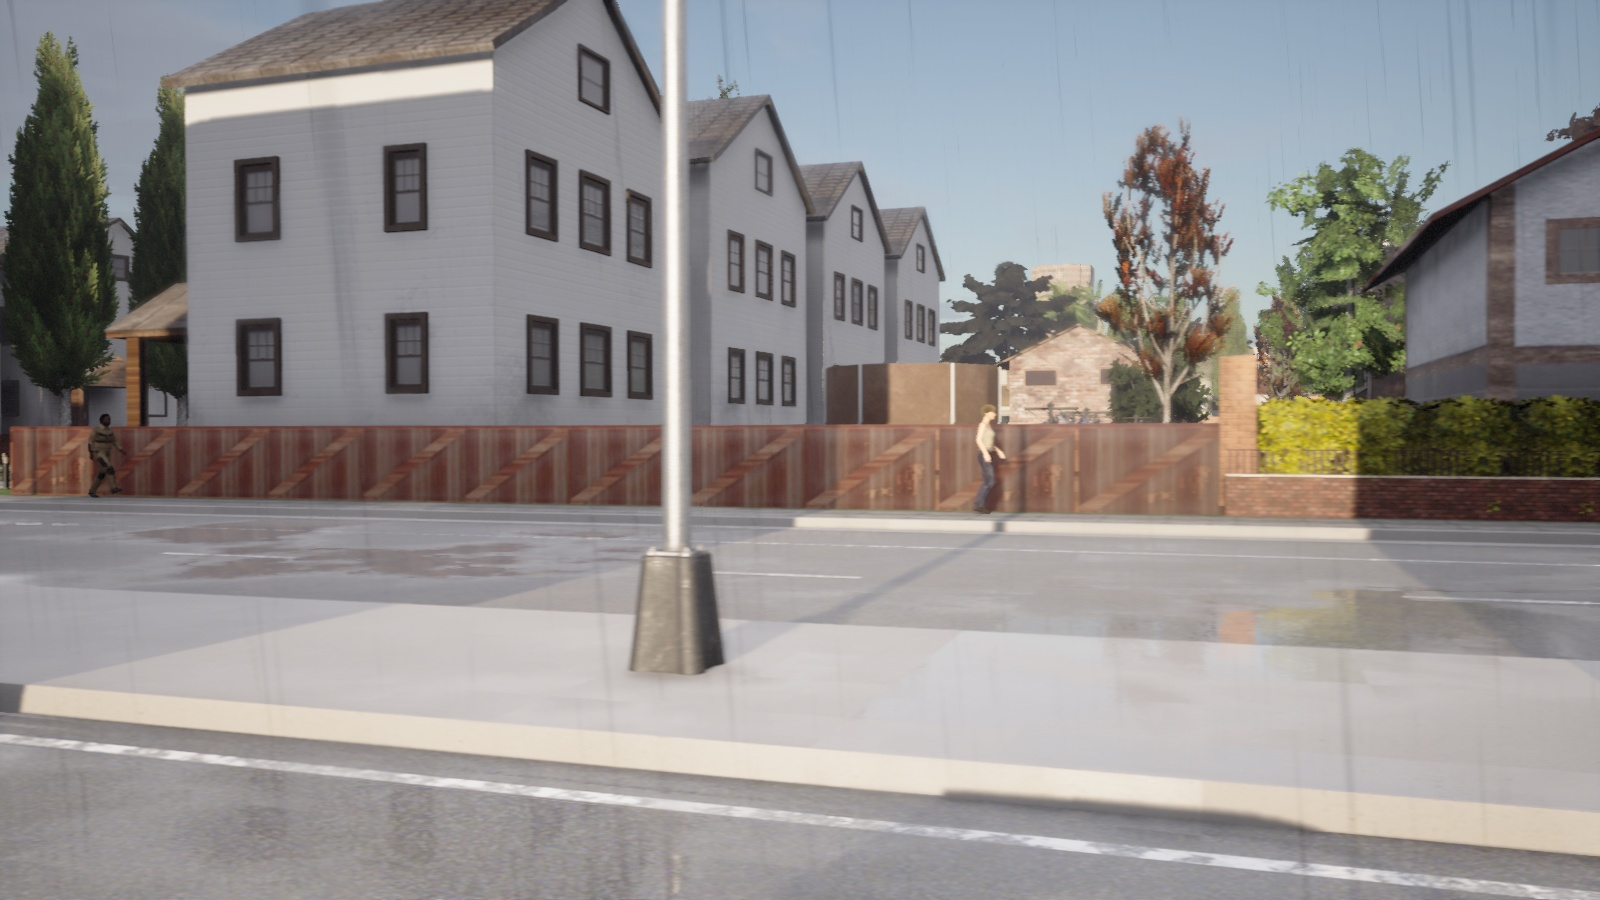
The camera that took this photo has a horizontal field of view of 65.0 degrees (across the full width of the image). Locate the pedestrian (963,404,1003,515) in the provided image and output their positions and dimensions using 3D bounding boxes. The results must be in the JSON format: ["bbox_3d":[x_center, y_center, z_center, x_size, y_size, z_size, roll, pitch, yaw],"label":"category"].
[{"bbox_3d":[3.054,0.157,20.985,0.594,1.836,0.345,1,1,20],"label":"pedestrian"}]

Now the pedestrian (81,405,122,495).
[{"bbox_3d":[-15.049,-0.009,27.070,0.692,1.930,0.396,1,1,19],"label":"pedestrian"}]
